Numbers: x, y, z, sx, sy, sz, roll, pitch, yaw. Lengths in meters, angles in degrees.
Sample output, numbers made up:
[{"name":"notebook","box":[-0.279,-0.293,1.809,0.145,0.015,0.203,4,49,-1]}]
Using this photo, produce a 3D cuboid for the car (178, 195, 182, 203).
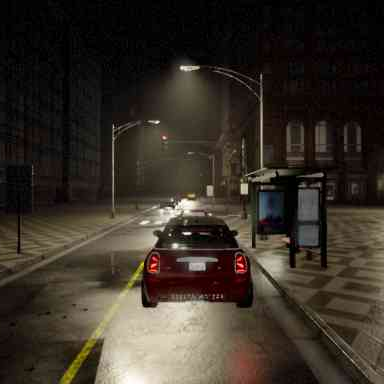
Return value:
[{"name":"car","box":[-3.142,1.407,54.697,2.128,1.511,4.902,0,0,0]}]

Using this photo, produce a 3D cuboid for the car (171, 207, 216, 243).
[{"name":"car","box":[0.079,1.558,16.731,1.994,1.385,4.181,0,0,0]}]

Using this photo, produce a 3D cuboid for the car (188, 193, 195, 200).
[{"name":"car","box":[-0.084,1.126,84.297,1.882,1.535,5.008,0,0,0]}]

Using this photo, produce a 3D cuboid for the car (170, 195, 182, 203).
[{"name":"car","box":[-3.099,1.373,66.002,2.128,1.511,4.902,0,0,0]}]

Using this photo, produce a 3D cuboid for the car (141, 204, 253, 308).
[{"name":"car","box":[0.092,1.352,8.088,2.097,1.767,4.553,0,0,0]}]

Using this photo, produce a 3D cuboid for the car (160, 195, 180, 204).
[{"name":"car","box":[-3.143,1.490,44.307,2.033,1.411,5.357,0,0,0]}]

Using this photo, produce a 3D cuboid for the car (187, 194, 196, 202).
[{"name":"car","box":[-0.075,1.441,74.322,1.895,1.301,4.718,0,0,0]}]
